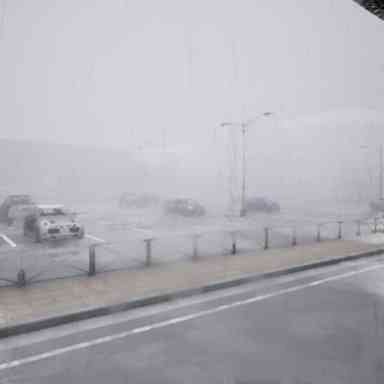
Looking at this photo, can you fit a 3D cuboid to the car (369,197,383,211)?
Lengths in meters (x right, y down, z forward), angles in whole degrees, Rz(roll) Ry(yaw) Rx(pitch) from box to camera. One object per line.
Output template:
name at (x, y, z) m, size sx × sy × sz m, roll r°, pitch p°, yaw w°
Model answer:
car at (21.474, 1.301, 35.084) m, size 2.152 × 1.636 × 5.027 m, roll 0°, pitch 0°, yaw -36°

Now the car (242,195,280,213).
car at (7.378, 1.301, 34.368) m, size 1.845 × 1.501 × 3.633 m, roll 0°, pitch 0°, yaw -36°

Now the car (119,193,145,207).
car at (-8.525, 1.065, 45.254) m, size 1.905 × 1.878 × 3.866 m, roll 0°, pitch 0°, yaw -36°

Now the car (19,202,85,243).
car at (-6.264, 1.360, 14.981) m, size 1.970 × 1.475 × 3.806 m, roll 0°, pitch 0°, yaw -36°

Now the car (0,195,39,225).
car at (-11.261, 1.097, 21.832) m, size 1.932 × 1.855 × 4.605 m, roll 0°, pitch 0°, yaw -36°

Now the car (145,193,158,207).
car at (-6.411, 1.084, 47.290) m, size 1.932 × 1.855 × 4.605 m, roll 0°, pitch 0°, yaw -36°

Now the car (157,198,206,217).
car at (-0.747, 1.288, 28.550) m, size 2.007 × 1.523 × 4.514 m, roll 0°, pitch 0°, yaw -36°

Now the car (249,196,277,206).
car at (10.663, 1.357, 50.301) m, size 1.970 × 1.475 × 3.806 m, roll 0°, pitch 0°, yaw -36°

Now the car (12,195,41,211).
car at (-18.896, 1.153, 37.762) m, size 2.152 × 1.636 × 5.027 m, roll 0°, pitch 0°, yaw -36°

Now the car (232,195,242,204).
car at (8.733, 1.345, 58.061) m, size 1.845 × 1.501 × 3.633 m, roll 0°, pitch 0°, yaw -36°
